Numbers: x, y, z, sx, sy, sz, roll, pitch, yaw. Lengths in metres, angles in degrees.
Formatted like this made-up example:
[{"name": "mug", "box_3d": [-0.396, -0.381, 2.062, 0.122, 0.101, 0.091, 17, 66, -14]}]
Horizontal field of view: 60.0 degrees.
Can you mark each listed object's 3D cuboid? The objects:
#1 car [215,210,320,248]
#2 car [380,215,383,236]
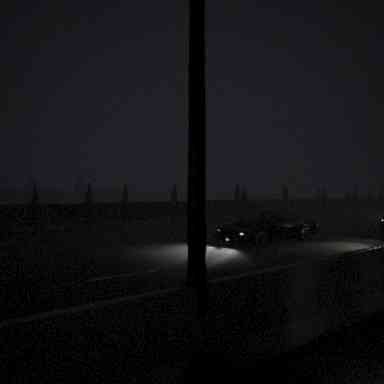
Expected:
[{"name": "car", "box_3d": [3.615, 1.563, 15.173, 5.357, 1.411, 2.033, 0, 0, -36]}, {"name": "car", "box_3d": [11.620, 1.251, 16.587, 5.566, 2.045, 2.150, 0, 0, -36]}]
